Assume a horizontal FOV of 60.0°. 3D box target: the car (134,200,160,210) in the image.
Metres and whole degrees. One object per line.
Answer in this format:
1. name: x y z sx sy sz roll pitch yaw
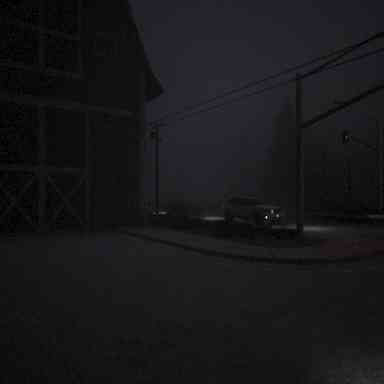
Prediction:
1. car: -6.790 1.915 49.519 1.895 1.301 4.718 0 0 -34

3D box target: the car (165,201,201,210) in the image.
1. car: -0.974 1.703 34.684 1.882 1.535 5.008 0 0 -35

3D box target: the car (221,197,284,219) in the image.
1. car: 4.665 1.396 26.457 2.150 2.045 5.566 0 0 -34

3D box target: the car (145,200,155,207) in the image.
1. car: -6.361 1.780 42.546 1.837 1.490 4.892 0 0 -34
